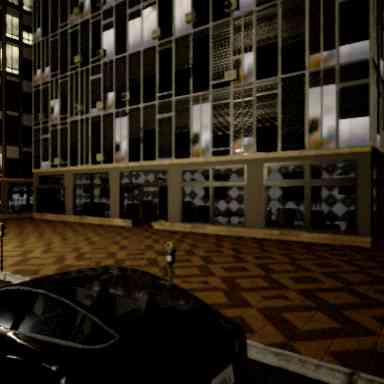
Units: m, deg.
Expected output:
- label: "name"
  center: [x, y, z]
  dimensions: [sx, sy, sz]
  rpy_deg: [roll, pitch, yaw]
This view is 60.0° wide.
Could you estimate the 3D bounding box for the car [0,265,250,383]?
- label: "car"
  center: [-1.441, 1.565, 3.900]
  dimensions: [4.313, 1.339, 1.947]
  rpy_deg: [0, 0, 35]
